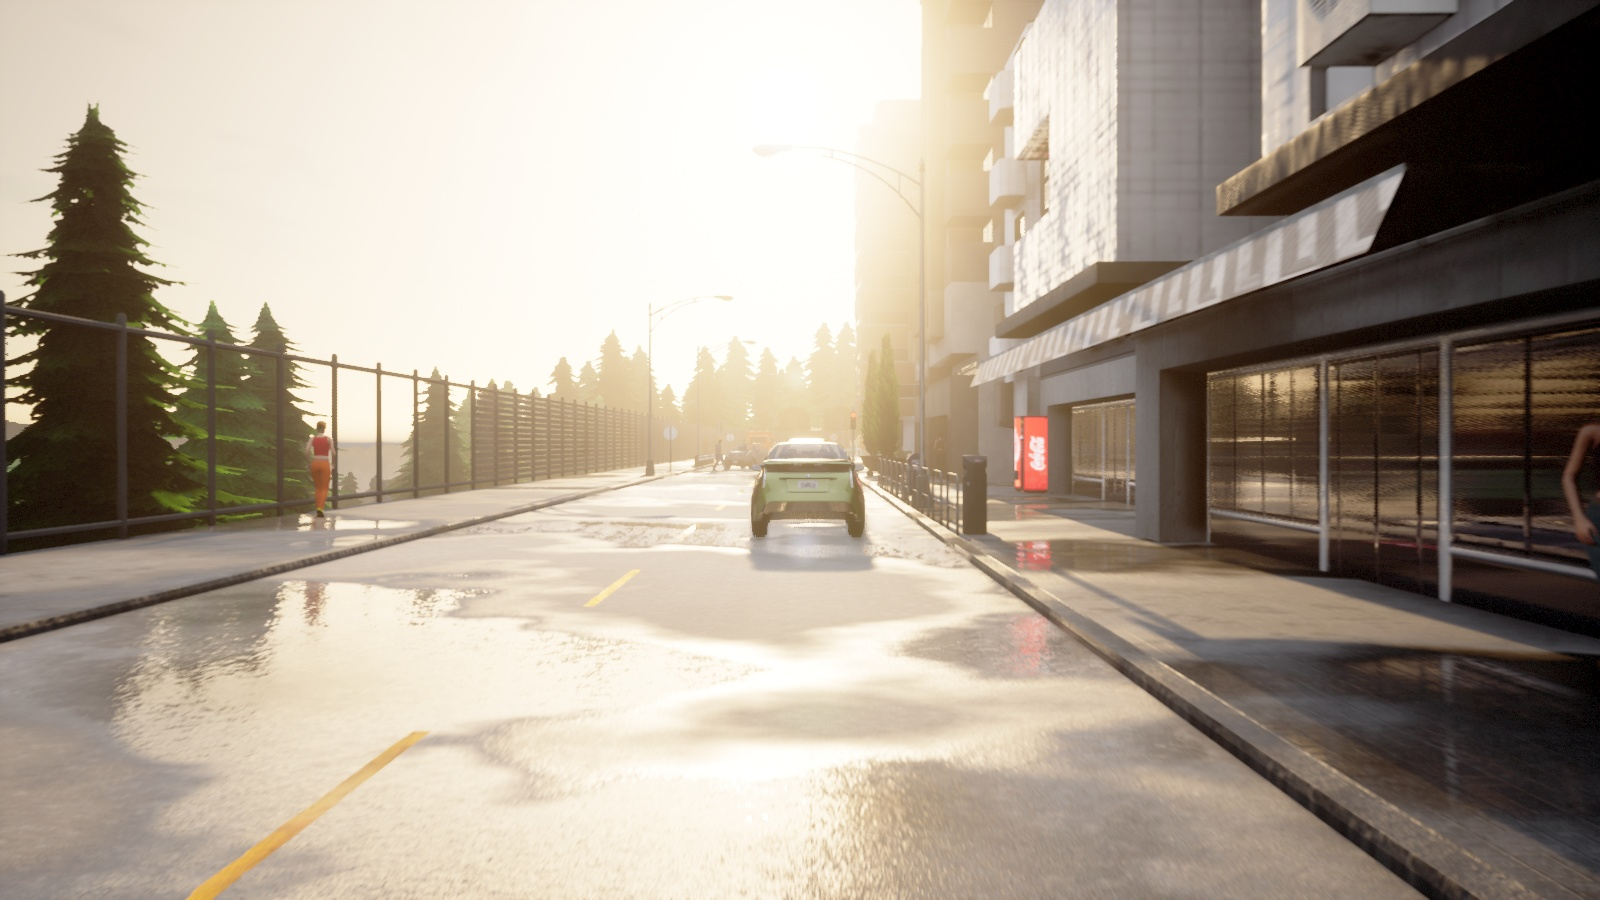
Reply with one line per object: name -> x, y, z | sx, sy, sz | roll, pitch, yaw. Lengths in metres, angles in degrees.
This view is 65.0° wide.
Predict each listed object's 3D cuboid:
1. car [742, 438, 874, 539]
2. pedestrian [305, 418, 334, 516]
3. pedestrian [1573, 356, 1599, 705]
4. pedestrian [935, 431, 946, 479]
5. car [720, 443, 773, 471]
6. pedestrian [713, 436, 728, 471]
car -> 0.134, 0.573, 21.379 | 2.007, 1.525, 4.514 | 0, 0, 0
pedestrian -> -9.053, 0.316, 23.677 | 0.345, 1.836, 0.594 | 0, 0, -2
pedestrian -> 4.385, 0.423, 6.589 | 0.345, 1.836, 0.594 | 0, 0, 8
pedestrian -> 5.460, 0.186, 48.751 | 0.345, 1.836, 0.594 | 0, 0, 1
car -> -3.001, 0.360, 70.643 | 1.845, 1.501, 3.633 | 0, 0, 18
pedestrian -> -4.199, 0.171, 66.097 | 0.706, 1.836, 0.354 | 0, 0, 26
